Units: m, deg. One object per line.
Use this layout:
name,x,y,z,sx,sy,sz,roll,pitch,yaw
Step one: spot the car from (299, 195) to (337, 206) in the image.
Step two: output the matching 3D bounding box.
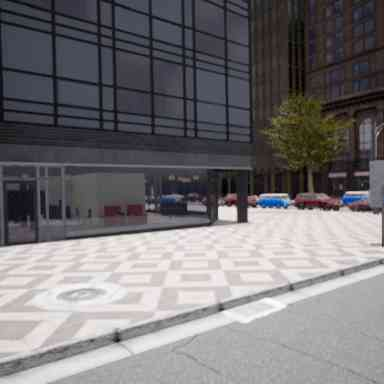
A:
car,16.708,1.123,44.206,1.947,1.339,4.313,-2,1,-35

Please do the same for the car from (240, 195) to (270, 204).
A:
car,10.031,1.189,53.605,1.752,1.417,4.829,-2,1,-35

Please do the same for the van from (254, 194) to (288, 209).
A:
van,9.757,1.119,39.261,1.690,1.788,3.998,-3,1,-35

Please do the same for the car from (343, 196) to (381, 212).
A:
car,16.343,1.248,30.002,1.802,1.307,4.206,-3,1,-35

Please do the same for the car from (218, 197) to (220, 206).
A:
car,3.187,1.433,48.525,2.008,1.369,4.403,-2,1,-35

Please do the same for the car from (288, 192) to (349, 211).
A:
car,13.044,1.037,34.630,2.192,1.841,5.009,-3,1,-35

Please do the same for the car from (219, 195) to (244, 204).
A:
car,6.842,1.258,58.097,1.887,1.381,4.507,-2,1,-35

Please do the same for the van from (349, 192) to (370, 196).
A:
van,19.988,0.843,39.573,1.690,1.788,3.998,-3,1,-35

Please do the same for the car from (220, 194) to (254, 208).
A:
car,6.468,1.146,43.891,2.192,1.841,5.009,-2,1,-35

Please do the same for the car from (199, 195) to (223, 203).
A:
car,3.554,1.313,62.727,2.008,1.369,4.403,-2,1,-35
